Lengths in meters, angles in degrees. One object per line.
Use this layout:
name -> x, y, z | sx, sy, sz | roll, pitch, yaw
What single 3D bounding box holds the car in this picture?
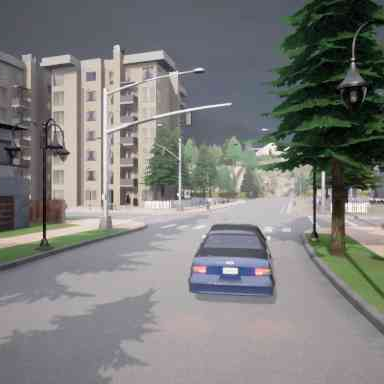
car -> 1.133, 1.547, 8.810 | 2.033, 1.411, 5.357 | 0, 0, 9
